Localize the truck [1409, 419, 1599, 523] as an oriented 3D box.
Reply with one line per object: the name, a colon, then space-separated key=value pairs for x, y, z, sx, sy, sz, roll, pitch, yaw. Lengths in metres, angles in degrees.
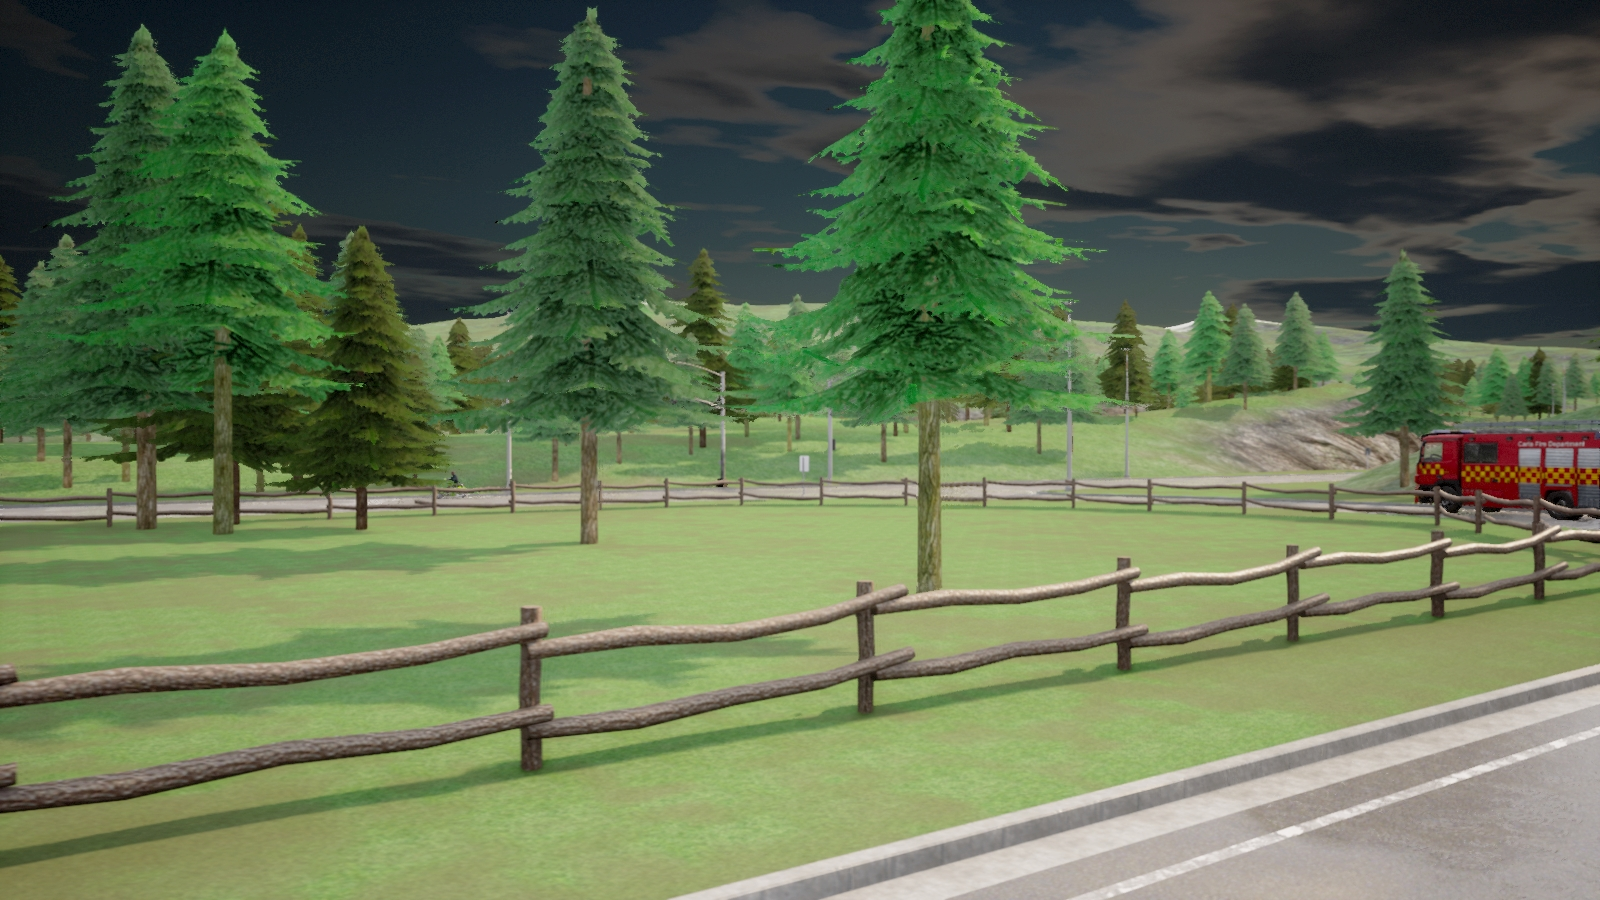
truck: x=29.542 y=0.779 z=46.708 sx=2.891 sy=3.827 sz=8.468 roll=0 pitch=0 yaw=-20
